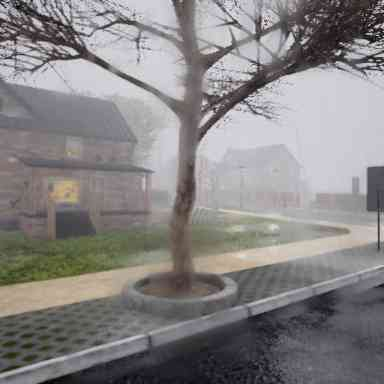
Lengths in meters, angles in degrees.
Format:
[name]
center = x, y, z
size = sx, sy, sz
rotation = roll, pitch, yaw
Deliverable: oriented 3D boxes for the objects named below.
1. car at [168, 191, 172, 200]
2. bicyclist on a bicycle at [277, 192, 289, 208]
[car]
center = -4.855, 0.465, 53.358
size = 1.837, 1.490, 4.892
rotation = 1, 1, -28
[bicyclist on a bicycle]
center = 9.191, 0.841, 33.521
size = 1.656, 1.620, 0.582
rotation = 0, 1, -28
